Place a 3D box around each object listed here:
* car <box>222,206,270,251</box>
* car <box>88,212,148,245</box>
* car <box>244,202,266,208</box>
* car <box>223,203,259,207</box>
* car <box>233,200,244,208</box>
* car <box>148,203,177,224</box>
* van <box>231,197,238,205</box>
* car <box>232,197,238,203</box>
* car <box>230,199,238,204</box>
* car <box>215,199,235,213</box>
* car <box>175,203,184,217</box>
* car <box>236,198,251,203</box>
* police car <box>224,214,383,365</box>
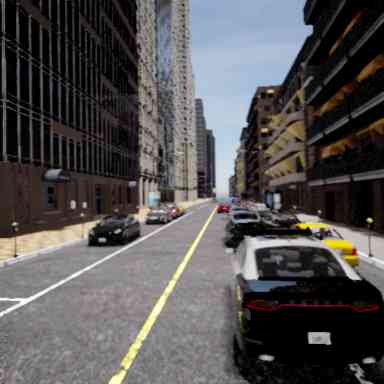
[{"bbox_3d":[2.512,1.662,16.188,1.837,1.490,4.892,-1,-1,5],"label":"car"},{"bbox_3d":[-3.904,1.851,17.376,1.947,1.339,4.313,-1,-1,5],"label":"car"},{"bbox_3d":[5.494,1.799,27.843,2.008,1.369,4.403,-1,-1,5],"label":"car"},{"bbox_3d":[3.160,1.724,22.154,1.837,1.490,4.892,-1,-1,5],"label":"car"},{"bbox_3d":[8.660,2.206,61.584,1.802,1.307,4.206,-1,-1,5],"label":"car"},{"bbox_3d":[-2.849,1.958,28.623,2.008,1.369,4.403,-1,-1,5],"label":"car"},{"bbox_3d":[10.766,2.227,84.080,1.690,1.788,3.998,-1,-1,5],"label":"van"},{"bbox_3d":[7.601,1.814,50.340,2.192,1.841,5.009,-1,-1,5],"label":"car"},{"bbox_3d":[11.299,2.518,89.701,1.947,1.339,4.313,-1,-1,5],"label":"car"},{"bbox_3d":[4.314,2.035,43.601,1.994,1.385,4.181,-1,-1,6],"label":"car"},{"bbox_3d":[-2.323,1.910,34.249,1.967,1.590,4.097,-1,-1,5],"label":"car"},{"bbox_3d":[6.547,1.813,39.091,1.967,1.590,4.097,-1,-1,5],"label":"car"},{"bbox_3d":[1.675,1.474,6.335,1.930,1.638,5.238,-1,-1,5],"label":"police car"}]
